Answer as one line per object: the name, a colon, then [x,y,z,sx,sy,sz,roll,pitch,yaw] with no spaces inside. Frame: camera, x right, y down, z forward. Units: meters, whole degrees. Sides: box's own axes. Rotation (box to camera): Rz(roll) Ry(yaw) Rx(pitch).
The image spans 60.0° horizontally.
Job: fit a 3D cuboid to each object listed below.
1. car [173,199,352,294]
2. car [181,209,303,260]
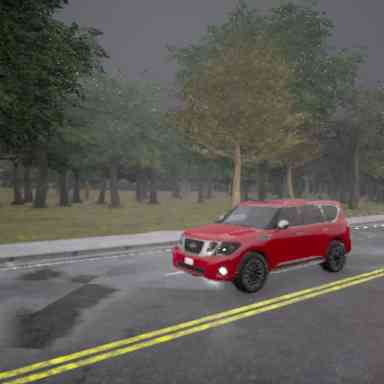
car: [2.181,1.235,9.231,5.566,2.045,2.150,0,0,-35]
car: [2.113,1.523,13.174,4.892,1.490,1.837,0,0,-35]
